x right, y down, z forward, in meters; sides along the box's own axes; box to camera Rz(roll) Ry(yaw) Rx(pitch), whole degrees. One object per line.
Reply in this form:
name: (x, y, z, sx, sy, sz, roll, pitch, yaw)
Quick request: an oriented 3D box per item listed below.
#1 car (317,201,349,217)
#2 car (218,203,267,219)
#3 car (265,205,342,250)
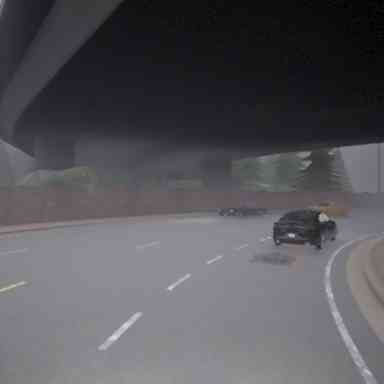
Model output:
car: (12.936, 1.651, 31.763, 5.008, 1.535, 1.882, 1, 0, -35)
car: (4.528, 1.660, 29.758, 4.718, 1.301, 1.895, 1, 0, -40)
car: (5.193, 1.547, 14.969, 1.882, 1.535, 5.008, 0, 0, 33)
